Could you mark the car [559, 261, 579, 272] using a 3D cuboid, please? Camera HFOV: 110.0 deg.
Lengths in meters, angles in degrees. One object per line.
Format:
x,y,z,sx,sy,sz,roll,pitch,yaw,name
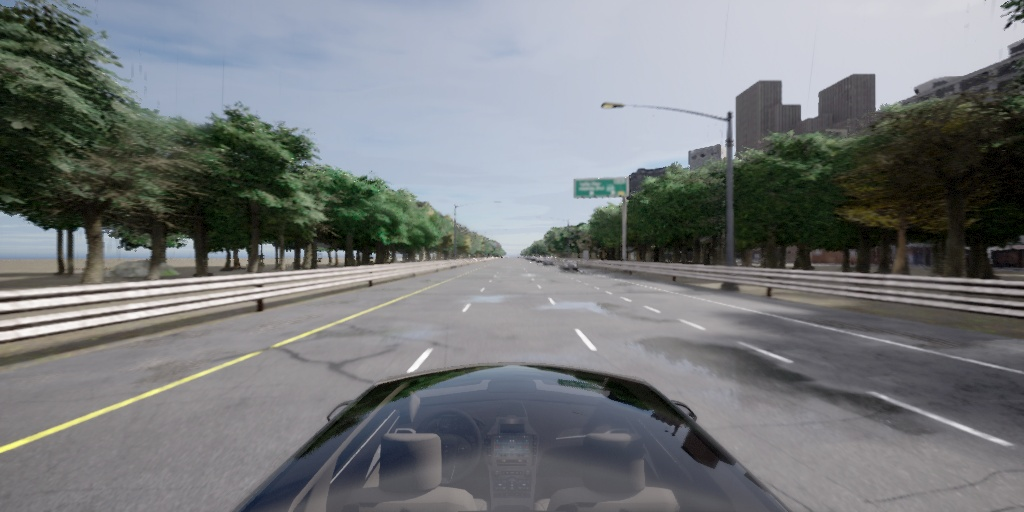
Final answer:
7.092,1.332,45.283,1.895,1.301,4.718,0,0,0,car
